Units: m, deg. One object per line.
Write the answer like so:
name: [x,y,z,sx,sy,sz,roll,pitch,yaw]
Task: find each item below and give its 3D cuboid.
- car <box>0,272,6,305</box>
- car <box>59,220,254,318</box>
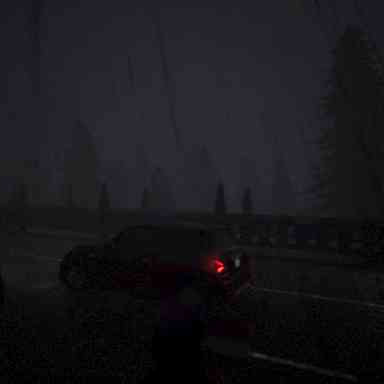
car: [-5.576,1.590,6.342,4.181,1.385,1.994,0,-1,28]
car: [-0.935,1.476,7.873,4.553,1.767,2.097,0,-1,28]
